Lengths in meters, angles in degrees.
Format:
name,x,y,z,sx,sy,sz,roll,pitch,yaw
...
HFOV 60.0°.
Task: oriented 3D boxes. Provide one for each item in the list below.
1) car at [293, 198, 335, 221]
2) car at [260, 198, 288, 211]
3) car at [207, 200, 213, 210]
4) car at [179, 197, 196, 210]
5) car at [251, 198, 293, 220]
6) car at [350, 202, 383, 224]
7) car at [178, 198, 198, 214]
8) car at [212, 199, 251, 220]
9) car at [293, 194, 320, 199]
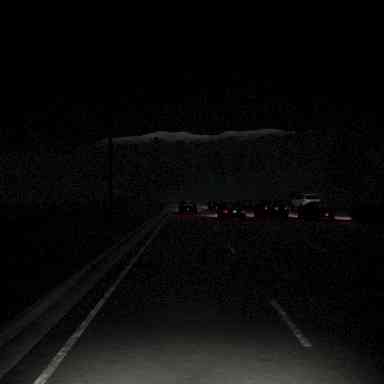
name,x,y,z,sx,sy,sz,roll,pitch,yaw
car,10.185,1.526,27.501,1.812,1.442,4.674,0,0,-1
car,9.975,1.491,40.981,2.128,1.511,4.902,0,0,-1
car,2.957,1.601,42.135,1.895,1.301,4.718,0,0,-1
car,-0.592,1.491,44.980,2.128,1.511,4.902,0,0,-1
car,6.664,1.353,28.537,2.097,1.767,4.553,0,0,-1
car,13.725,1.503,24.978,1.837,1.490,4.892,0,0,-1
car,-0.435,1.491,35.230,2.128,1.511,4.902,0,0,-1
car,3.188,1.547,27.876,2.033,1.411,5.357,0,0,-1
car,13.504,1.222,39.665,2.150,2.045,5.566,0,0,-1
